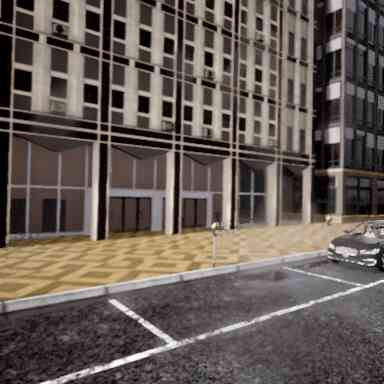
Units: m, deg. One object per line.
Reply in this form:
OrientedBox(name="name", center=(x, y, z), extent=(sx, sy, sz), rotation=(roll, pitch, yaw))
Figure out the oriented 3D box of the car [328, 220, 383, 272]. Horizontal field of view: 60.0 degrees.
OrientedBox(name="car", center=(6.292, 1.639, 11.034), extent=(4.403, 1.369, 2.008), rotation=(1, 1, -35))
